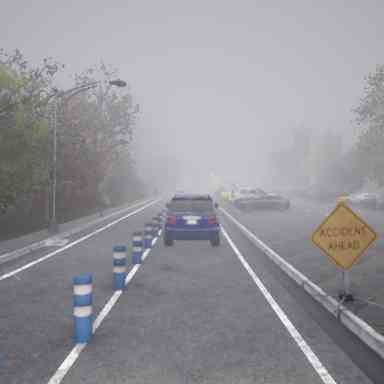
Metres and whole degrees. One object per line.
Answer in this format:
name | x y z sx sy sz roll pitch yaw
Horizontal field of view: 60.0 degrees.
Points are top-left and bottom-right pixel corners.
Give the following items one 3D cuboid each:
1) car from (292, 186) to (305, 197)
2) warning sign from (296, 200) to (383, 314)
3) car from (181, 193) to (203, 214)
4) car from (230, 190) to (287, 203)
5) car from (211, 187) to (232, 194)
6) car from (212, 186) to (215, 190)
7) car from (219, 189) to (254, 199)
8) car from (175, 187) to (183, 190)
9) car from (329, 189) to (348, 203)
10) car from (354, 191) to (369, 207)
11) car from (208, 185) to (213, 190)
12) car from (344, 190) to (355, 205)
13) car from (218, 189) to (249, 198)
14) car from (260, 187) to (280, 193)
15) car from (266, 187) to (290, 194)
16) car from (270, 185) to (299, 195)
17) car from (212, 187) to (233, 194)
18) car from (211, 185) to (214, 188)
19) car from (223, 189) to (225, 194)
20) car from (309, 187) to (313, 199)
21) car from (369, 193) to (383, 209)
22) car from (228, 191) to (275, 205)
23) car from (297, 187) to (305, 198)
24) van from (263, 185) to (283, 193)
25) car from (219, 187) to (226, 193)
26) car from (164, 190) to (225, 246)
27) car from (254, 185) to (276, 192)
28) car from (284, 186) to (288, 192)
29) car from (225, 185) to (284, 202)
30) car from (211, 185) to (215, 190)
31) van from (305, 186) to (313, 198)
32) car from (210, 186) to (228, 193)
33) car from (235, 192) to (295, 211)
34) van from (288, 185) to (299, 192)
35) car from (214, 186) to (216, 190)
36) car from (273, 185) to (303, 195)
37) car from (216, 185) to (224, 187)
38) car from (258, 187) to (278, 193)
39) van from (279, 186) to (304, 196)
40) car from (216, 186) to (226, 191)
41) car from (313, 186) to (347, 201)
car | 20.119 0.217 56.316 4.792 1.488 2.163 0 1 0
warning sign | 2.804 1.107 6.144 1.300 1.860 1.060 -3 -2 0
car | 0.000 0.953 29.683 1.837 1.490 4.892 0 2 0
car | 6.830 0.887 34.290 5.008 1.535 2.097 0 2 0
car | 7.216 -0.406 81.455 4.892 1.521 2.231 0 1 0
car | 7.076 -0.050 67.579 4.792 1.488 2.163 0 1 0
car | 7.174 0.266 53.709 5.366 1.575 1.946 0 2 0
car | -3.086 -0.386 77.317 1.882 1.535 5.008 0 1 0
car | 19.765 0.701 39.712 5.366 1.575 1.946 0 2 0
car | 19.875 0.913 34.174 4.792 1.488 2.163 0 2 0
car | 6.990 -0.279 75.906 5.366 1.575 1.946 0 1 0
car | 19.924 0.834 36.943 4.674 1.452 2.002 0 2 0
car | 7.005 0.192 56.477 4.892 1.521 2.231 0 2 0
car | 20.345 -0.500 86.775 4.674 1.452 2.002 0 1 0
car | 20.272 -0.344 78.467 5.008 1.535 2.097 0 1 0
car | 20.202 -0.464 72.922 5.566 2.045 2.435 0 1 0
car | 7.205 -0.340 78.680 4.892 1.521 2.231 0 1 0
car | 7.123 -0.181 73.130 4.792 1.488 2.163 0 1 0
car | 6.901 0.620 42.614 4.892 1.521 2.231 0 2 0
car | 19.992 0.466 48.016 4.792 1.488 2.163 0 2 0
car | 19.913 0.843 31.525 4.553 1.767 2.185 0 2 0
car | 7.057 0.705 39.838 5.366 1.575 1.946 0 2 0
car | 20.097 0.291 53.678 4.792 1.488 2.163 0 2 1
van | 20.441 -0.703 84.125 4.442 1.987 1.878 0 1 0
car | 6.733 0.526 45.390 5.366 1.575 1.946 0 2 0
car | 0.000 1.104 14.680 2.150 2.045 5.566 0 2 0
car | 20.366 -0.925 92.433 5.566 2.045 2.435 0 1 0
car | 20.142 0.048 61.851 5.008 1.535 2.097 0 1 0
car | 6.876 0.547 37.056 5.566 2.045 2.435 0 2 0
car | 7.099 -0.116 70.355 4.792 1.488 2.163 0 1 0
van | 20.161 0.119 50.899 4.442 1.987 1.878 0 2 0
car | 7.261 -0.729 89.778 4.553 1.767 2.185 0 1 0
car | 6.772 1.007 31.517 4.792 1.488 2.163 0 2 0
van | 20.005 -0.109 59.062 4.442 1.987 1.878 0 1 0
car | 7.088 0.081 62.028 4.792 1.488 2.163 0 1 0
car | 20.179 -0.399 70.152 5.566 2.045 2.435 0 1 0
car | 7.066 -0.006 59.252 4.553 1.767 2.185 0 1 0
car | 20.365 -0.605 89.545 5.008 1.535 2.097 0 1 0
van | 20.067 -0.308 67.385 4.442 1.987 1.878 0 1 0
car | 6.780 0.346 51.060 5.366 1.575 1.946 0 2 0
car | 20.026 0.274 45.239 5.566 2.045 2.435 0 2 0
